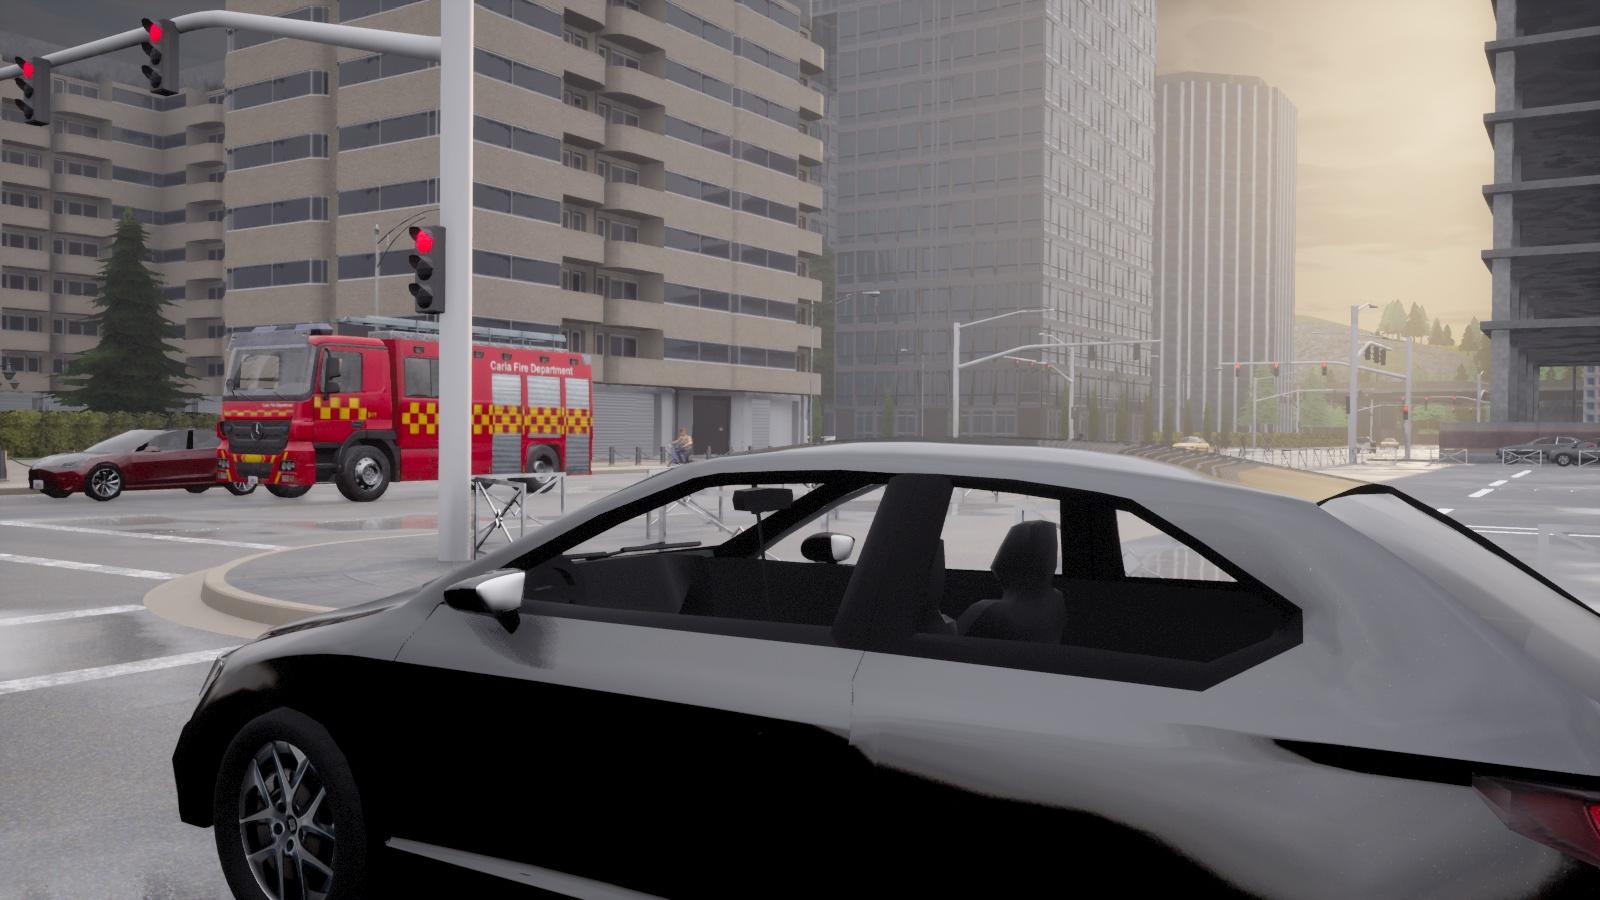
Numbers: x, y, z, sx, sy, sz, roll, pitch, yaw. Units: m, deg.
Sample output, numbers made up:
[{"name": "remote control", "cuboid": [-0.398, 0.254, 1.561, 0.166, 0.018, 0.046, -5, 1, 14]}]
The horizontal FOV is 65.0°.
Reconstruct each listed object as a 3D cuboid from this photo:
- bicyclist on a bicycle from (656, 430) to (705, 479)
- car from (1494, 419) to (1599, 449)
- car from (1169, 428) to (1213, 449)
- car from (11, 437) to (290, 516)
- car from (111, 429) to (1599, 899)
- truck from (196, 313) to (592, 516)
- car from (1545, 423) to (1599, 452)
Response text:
[{"name": "bicyclist on a bicycle", "cuboid": [-3.971, 0.132, 41.890, 0.866, 1.612, 1.509, 0, 1, 32]}, {"name": "car", "cuboid": [41.957, -0.889, 70.566, 5.027, 1.651, 2.152, 0, 1, 32]}, {"name": "car", "cuboid": [29.585, -0.894, 94.940, 1.801, 1.575, 5.366, 0, 1, 32]}, {"name": "car", "cuboid": [-13.616, 0.491, 26.643, 2.163, 1.488, 4.792, 0, 1, 32]}, {"name": "car", "cuboid": [0.098, 0.696, 3.550, 4.193, 1.474, 1.816, 0, 1, 33]}, {"name": "truck", "cuboid": [-8.614, -0.738, 28.003, 2.891, 3.827, 8.468, 0, 1, 32]}, {"name": "car", "cuboid": [42.050, -0.664, 66.379, 4.514, 1.525, 2.007, 0, 1, 32]}]
